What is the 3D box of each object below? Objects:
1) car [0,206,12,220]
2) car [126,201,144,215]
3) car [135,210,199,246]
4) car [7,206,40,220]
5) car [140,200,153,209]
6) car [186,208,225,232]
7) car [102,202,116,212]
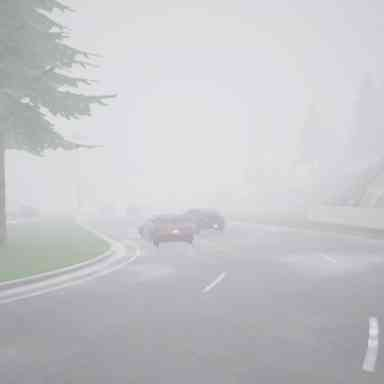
[{"bbox_3d":[-22.327,2.379,37.378,2.128,1.511,4.902,-1,-1,-8],"label":"car"},{"bbox_3d":[-8.009,2.277,45.343,1.812,1.442,4.674,-1,-1,-13],"label":"car"},{"bbox_3d":[-1.427,1.825,17.094,1.994,1.385,4.181,-1,-1,-19],"label":"car"},{"bbox_3d":[-18.902,2.330,38.075,2.128,1.511,4.902,-1,-1,-8],"label":"car"},{"bbox_3d":[-8.595,2.571,64.979,2.033,1.411,5.357,-1,-1,-12],"label":"car"},{"bbox_3d":[0.429,1.797,21.801,1.837,1.490,4.892,0,-1,-24],"label":"car"},{"bbox_3d":[-13.283,2.446,53.075,1.837,1.490,4.892,-1,-1,-12],"label":"car"}]
